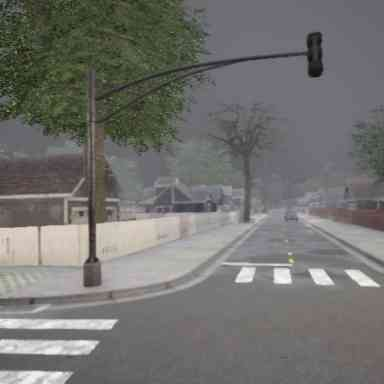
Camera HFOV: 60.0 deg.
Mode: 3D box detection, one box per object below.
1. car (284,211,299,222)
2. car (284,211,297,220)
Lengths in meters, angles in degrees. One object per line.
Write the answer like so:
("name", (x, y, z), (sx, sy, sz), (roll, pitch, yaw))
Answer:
("car", (15.343, 3.786, 51.053), (2.033, 1.411, 5.357), (-2, -3, 15))
("car", (16.988, 4.022, 57.440), (1.837, 1.490, 4.892), (-2, -3, 15))
